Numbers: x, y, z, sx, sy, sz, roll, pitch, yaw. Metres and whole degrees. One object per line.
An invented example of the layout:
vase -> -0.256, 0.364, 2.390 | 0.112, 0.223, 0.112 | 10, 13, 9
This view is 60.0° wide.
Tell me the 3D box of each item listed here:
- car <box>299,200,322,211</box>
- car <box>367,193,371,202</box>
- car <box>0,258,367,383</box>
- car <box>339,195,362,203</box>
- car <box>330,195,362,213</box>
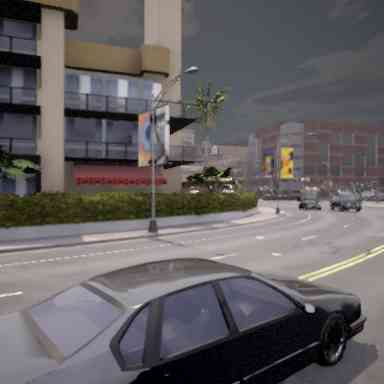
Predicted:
car -> 15.009, 1.701, 42.303 | 1.994, 1.385, 4.181 | 0, 0, 3
car -> 43.839, 1.632, 79.579 | 1.816, 1.474, 4.193 | 0, 0, -20
car -> -0.003, 1.564, 3.973 | 5.357, 1.411, 2.033 | 0, 0, -38
car -> 36.699, 1.484, 76.980 | 2.185, 1.767, 4.553 | 0, 0, -20
car -> 18.356, 1.342, 39.920 | 2.150, 2.045, 5.566 | 0, 0, 5
